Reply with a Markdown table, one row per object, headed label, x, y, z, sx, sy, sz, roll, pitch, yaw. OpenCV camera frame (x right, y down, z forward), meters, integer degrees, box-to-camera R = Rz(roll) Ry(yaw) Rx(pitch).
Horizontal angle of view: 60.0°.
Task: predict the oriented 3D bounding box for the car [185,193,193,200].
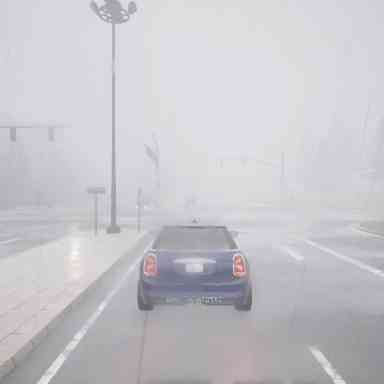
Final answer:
| label | x | y | z | sx | sy | sz | roll | pitch | yaw |
| --- | --- | --- | --- | --- | --- | --- | --- | --- | --- |
| car | -0.924 | 1.189 | 95.614 | 2.150 | 2.045 | 5.566 | 0 | 0 | -1 |

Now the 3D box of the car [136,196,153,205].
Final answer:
| label | x | y | z | sx | sy | sz | roll | pitch | yaw |
| --- | --- | --- | --- | --- | --- | --- | --- | --- | --- |
| car | -8.349 | 1.505 | 57.088 | 1.837 | 1.490 | 4.892 | 0 | 0 | -1 |

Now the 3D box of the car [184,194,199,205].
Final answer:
| label | x | y | z | sx | sy | sz | roll | pitch | yaw |
| --- | --- | --- | --- | --- | --- | --- | --- | --- | --- |
| car | -0.225 | 1.526 | 54.755 | 1.812 | 1.442 | 4.674 | 0 | 0 | -1 |

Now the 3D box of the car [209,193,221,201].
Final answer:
| label | x | y | z | sx | sy | sz | roll | pitch | yaw |
| --- | --- | --- | --- | --- | --- | --- | --- | --- | --- |
| car | 6.257 | 1.215 | 85.053 | 2.150 | 2.045 | 5.566 | 0 | 0 | -1 |

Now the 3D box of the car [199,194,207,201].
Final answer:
| label | x | y | z | sx | sy | sz | roll | pitch | yaw |
| --- | --- | --- | --- | --- | --- | --- | --- | --- | --- |
| car | 2.752 | 1.513 | 85.320 | 1.812 | 1.442 | 4.674 | 0 | 0 | -1 |

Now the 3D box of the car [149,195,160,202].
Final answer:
| label | x | y | z | sx | sy | sz | roll | pitch | yaw |
| --- | --- | --- | --- | --- | --- | --- | --- | --- | --- |
| car | -8.602 | 1.540 | 76.735 | 2.033 | 1.411 | 5.357 | 0 | 0 | -1 |

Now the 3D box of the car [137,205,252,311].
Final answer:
| label | x | y | z | sx | sy | sz | roll | pitch | yaw |
| --- | --- | --- | --- | --- | --- | --- | --- | --- | --- |
| car | 0.061 | 1.352 | 7.935 | 2.097 | 1.767 | 4.553 | 0 | 0 | 0 |

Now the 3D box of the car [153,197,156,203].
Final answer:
| label | x | y | z | sx | sy | sz | roll | pitch | yaw |
| --- | --- | --- | --- | --- | --- | --- | --- | --- | --- |
| car | -8.448 | 1.504 | 66.295 | 1.837 | 1.490 | 4.892 | 0 | 0 | -1 |
